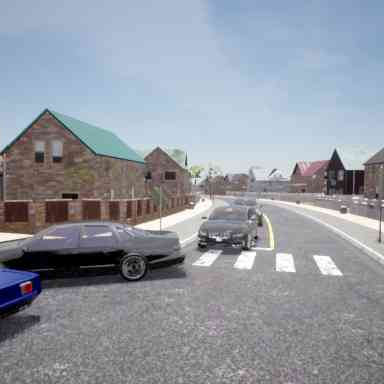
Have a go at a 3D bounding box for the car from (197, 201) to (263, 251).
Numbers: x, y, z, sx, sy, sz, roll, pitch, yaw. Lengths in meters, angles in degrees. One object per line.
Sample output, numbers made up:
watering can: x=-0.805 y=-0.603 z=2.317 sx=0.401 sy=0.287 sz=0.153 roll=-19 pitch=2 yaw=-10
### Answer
car: x=1.605 y=1.337 z=13.515 sx=1.837 sy=1.490 sz=4.892 roll=1 pitch=1 yaw=17

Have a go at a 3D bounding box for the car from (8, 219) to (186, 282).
car: x=-2.877 y=1.434 z=8.380 sx=5.357 sy=1.411 sz=2.033 roll=-1 pitch=1 yaw=-14

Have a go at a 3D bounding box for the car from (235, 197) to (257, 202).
car: x=3.399 y=1.127 z=21.107 sx=2.097 sy=1.767 sz=4.553 roll=1 pitch=1 yaw=11

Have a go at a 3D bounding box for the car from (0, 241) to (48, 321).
car: x=-5.034 y=1.583 z=5.435 sx=4.718 sy=1.301 sz=1.895 roll=0 pitch=1 yaw=16
